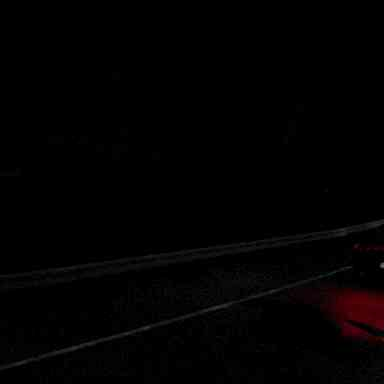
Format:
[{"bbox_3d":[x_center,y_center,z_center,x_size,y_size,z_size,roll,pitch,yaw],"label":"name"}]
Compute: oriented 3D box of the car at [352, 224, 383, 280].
[{"bbox_3d":[6.169,1.470,8.929,5.008,1.535,1.882,0,0,-40],"label":"car"}]
